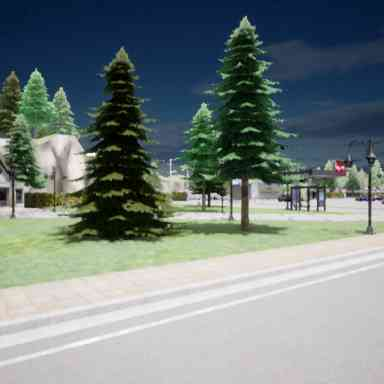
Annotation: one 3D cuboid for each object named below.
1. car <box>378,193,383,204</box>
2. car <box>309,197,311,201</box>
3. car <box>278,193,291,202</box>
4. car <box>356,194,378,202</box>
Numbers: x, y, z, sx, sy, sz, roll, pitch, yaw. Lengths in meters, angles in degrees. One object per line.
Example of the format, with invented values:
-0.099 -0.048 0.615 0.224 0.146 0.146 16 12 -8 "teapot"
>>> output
32.653 1.369 53.332 1.970 1.475 3.806 0 0 -36 "car"
21.932 1.313 68.612 2.152 1.636 5.027 0 0 -36 "car"
19.408 1.322 66.748 2.007 1.523 4.514 0 0 -36 "car"
36.032 1.305 69.245 1.845 1.501 3.633 0 0 -36 "car"
